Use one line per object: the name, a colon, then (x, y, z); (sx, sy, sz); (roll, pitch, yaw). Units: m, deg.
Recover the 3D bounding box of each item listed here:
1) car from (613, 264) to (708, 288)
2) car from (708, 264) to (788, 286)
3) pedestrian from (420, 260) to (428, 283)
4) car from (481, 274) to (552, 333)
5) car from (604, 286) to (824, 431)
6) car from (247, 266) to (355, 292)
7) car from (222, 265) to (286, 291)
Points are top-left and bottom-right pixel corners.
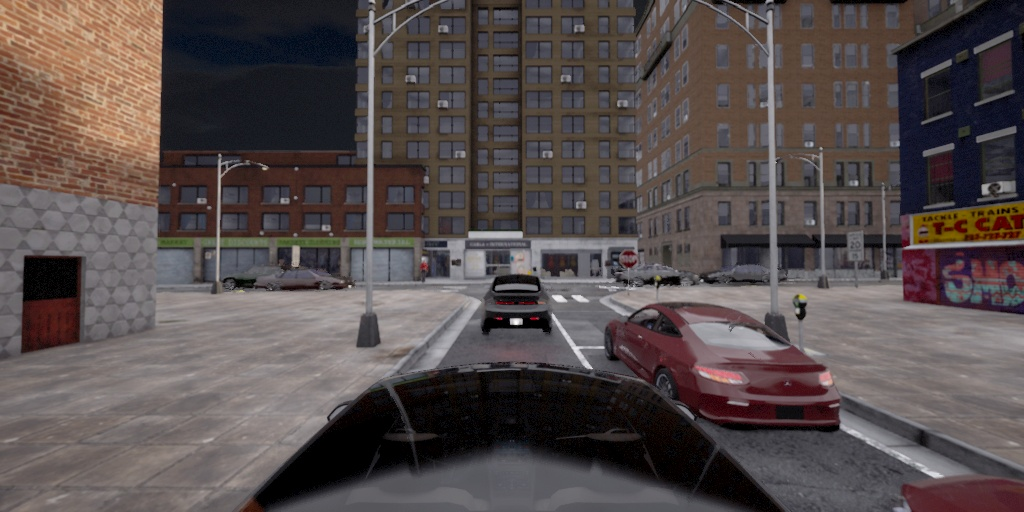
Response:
car: (8.656, 1.213, 21.631); (4.902, 1.511, 2.128); (0, -1, 0)
car: (15.677, 1.278, 24.553); (5.357, 1.411, 2.033); (0, -1, 0)
pedestrian: (-6.799, 1.150, 27.580); (0.375, 1.860, 0.375); (0, -1, 0)
car: (0.155, 1.297, 10.902); (1.837, 1.490, 4.892); (0, 0, 1)
car: (2.642, 1.349, 5.485); (1.802, 1.307, 4.207); (0, 0, 0)
car: (-12.487, 1.483, 21.742); (5.357, 1.411, 2.033); (-1, -1, 0)
car: (-17.263, 1.416, 24.718); (4.553, 1.767, 2.097); (-1, -1, 0)
